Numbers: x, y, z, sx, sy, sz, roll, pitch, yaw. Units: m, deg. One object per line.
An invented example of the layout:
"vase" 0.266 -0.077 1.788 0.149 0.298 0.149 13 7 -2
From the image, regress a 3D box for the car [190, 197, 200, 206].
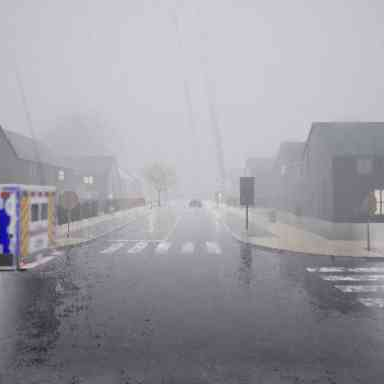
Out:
"car" 0.524 1.747 61.659 1.882 1.535 5.008 0 0 0

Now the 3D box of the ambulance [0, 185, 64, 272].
"ambulance" -6.990 1.044 8.908 6.366 2.431 2.351 0 -1 -1

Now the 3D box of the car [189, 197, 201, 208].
"car" 0.434 1.685 51.241 2.128 1.511 4.902 0 0 0
